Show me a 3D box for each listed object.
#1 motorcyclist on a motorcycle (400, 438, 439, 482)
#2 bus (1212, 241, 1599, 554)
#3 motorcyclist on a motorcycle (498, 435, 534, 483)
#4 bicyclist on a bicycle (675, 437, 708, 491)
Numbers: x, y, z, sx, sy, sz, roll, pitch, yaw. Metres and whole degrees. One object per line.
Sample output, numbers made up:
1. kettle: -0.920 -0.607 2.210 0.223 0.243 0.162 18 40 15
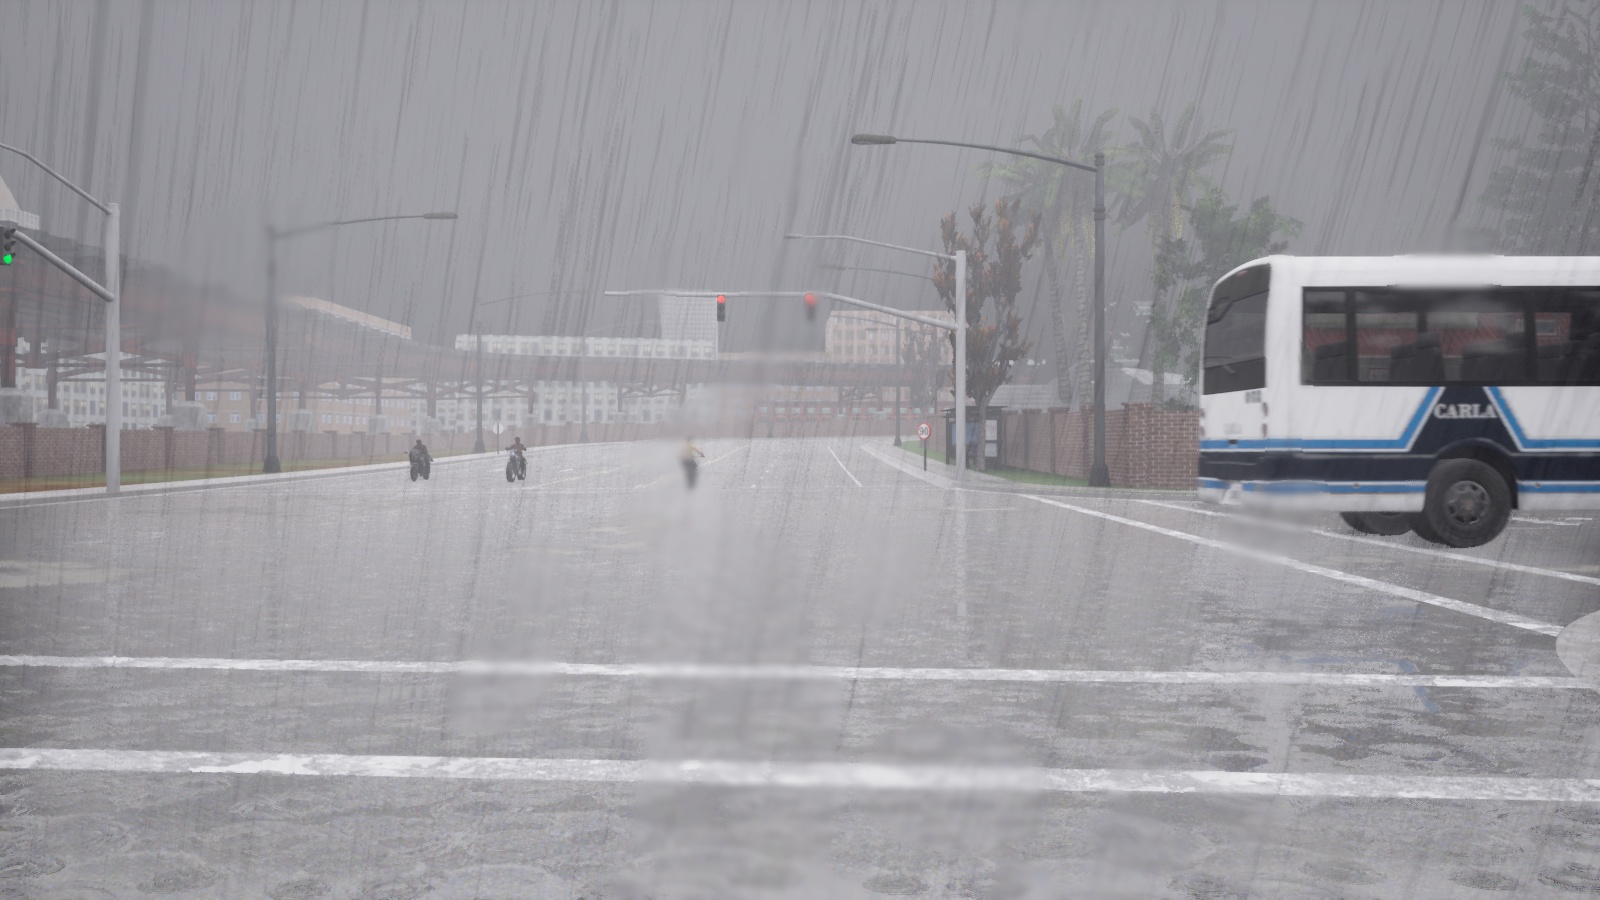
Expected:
1. motorcyclist on a motorcycle: -13.740 0.342 45.423 0.797 1.523 2.044 0 1 0
2. bus: 12.047 -0.726 19.073 10.273 4.253 3.944 0 0 0
3. motorcyclist on a motorcycle: -10.241 0.312 45.339 0.766 1.649 2.350 0 1 0
4. bicyclist on a bicycle: -3.276 0.407 37.967 0.866 1.612 1.509 0 1 0
